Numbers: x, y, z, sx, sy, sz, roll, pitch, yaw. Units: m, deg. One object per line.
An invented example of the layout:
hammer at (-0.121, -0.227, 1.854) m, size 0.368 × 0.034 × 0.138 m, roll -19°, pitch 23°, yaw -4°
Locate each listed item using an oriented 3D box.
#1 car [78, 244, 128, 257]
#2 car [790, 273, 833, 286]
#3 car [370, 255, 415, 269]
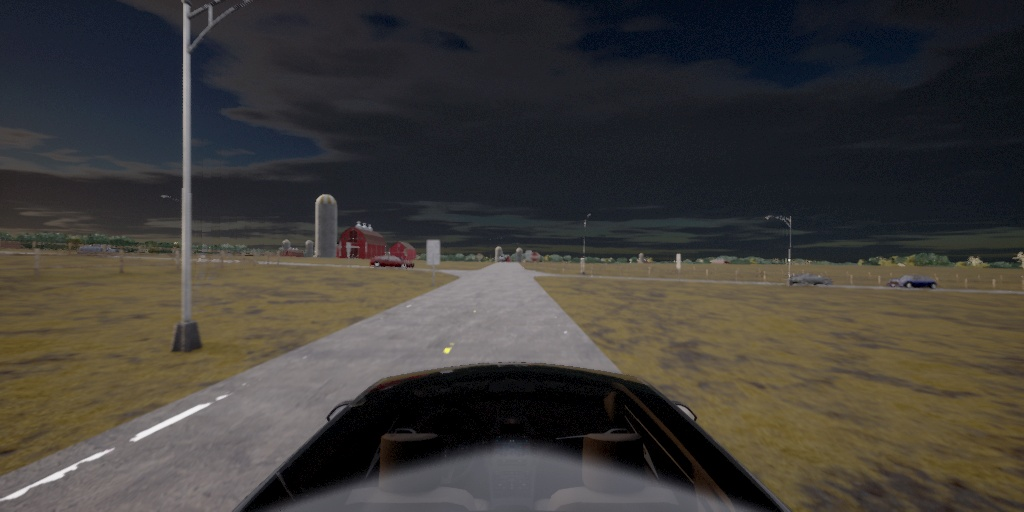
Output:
car at (-46.583, -0.654, 40.917) m, size 4.181 × 1.385 × 1.994 m, roll 2°, pitch -1°, yaw 0°
car at (34.394, 2.718, 41.375) m, size 4.181 × 1.385 × 1.994 m, roll 2°, pitch -1°, yaw 0°
car at (-13.665, 0.707, 41.105) m, size 5.008 × 1.535 × 1.882 m, roll 4°, pitch -1°, yaw 0°
